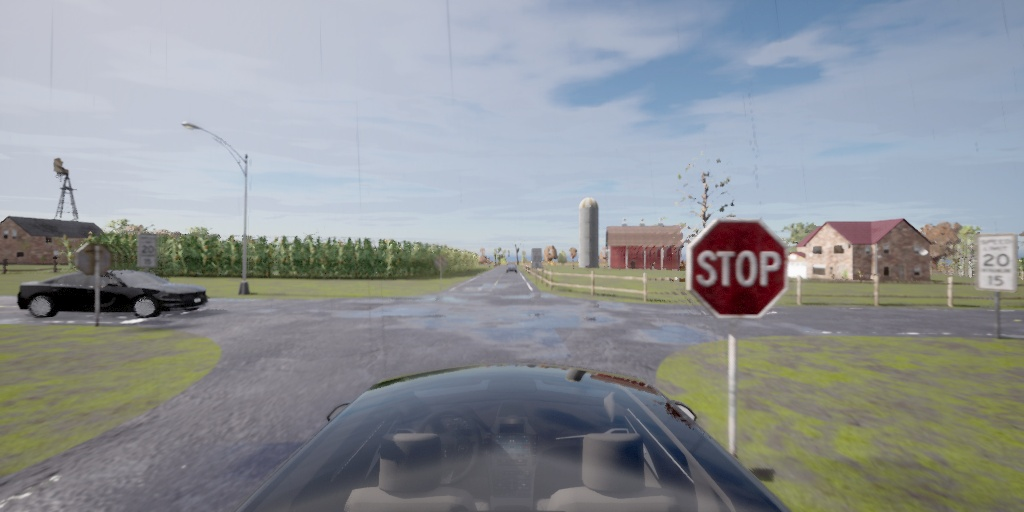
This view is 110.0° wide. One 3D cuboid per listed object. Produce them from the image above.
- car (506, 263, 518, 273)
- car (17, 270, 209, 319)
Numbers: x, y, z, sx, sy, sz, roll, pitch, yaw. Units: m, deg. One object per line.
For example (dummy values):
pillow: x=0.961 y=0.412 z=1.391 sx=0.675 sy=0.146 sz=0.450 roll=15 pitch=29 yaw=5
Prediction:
car: x=-0.055 y=2.102 z=59.019 sx=2.033 sy=1.411 sz=5.357 roll=0 pitch=-1 yaw=0
car: x=-13.273 y=1.209 z=12.160 sx=5.008 sy=1.535 sz=1.882 roll=1 pitch=0 yaw=-3
